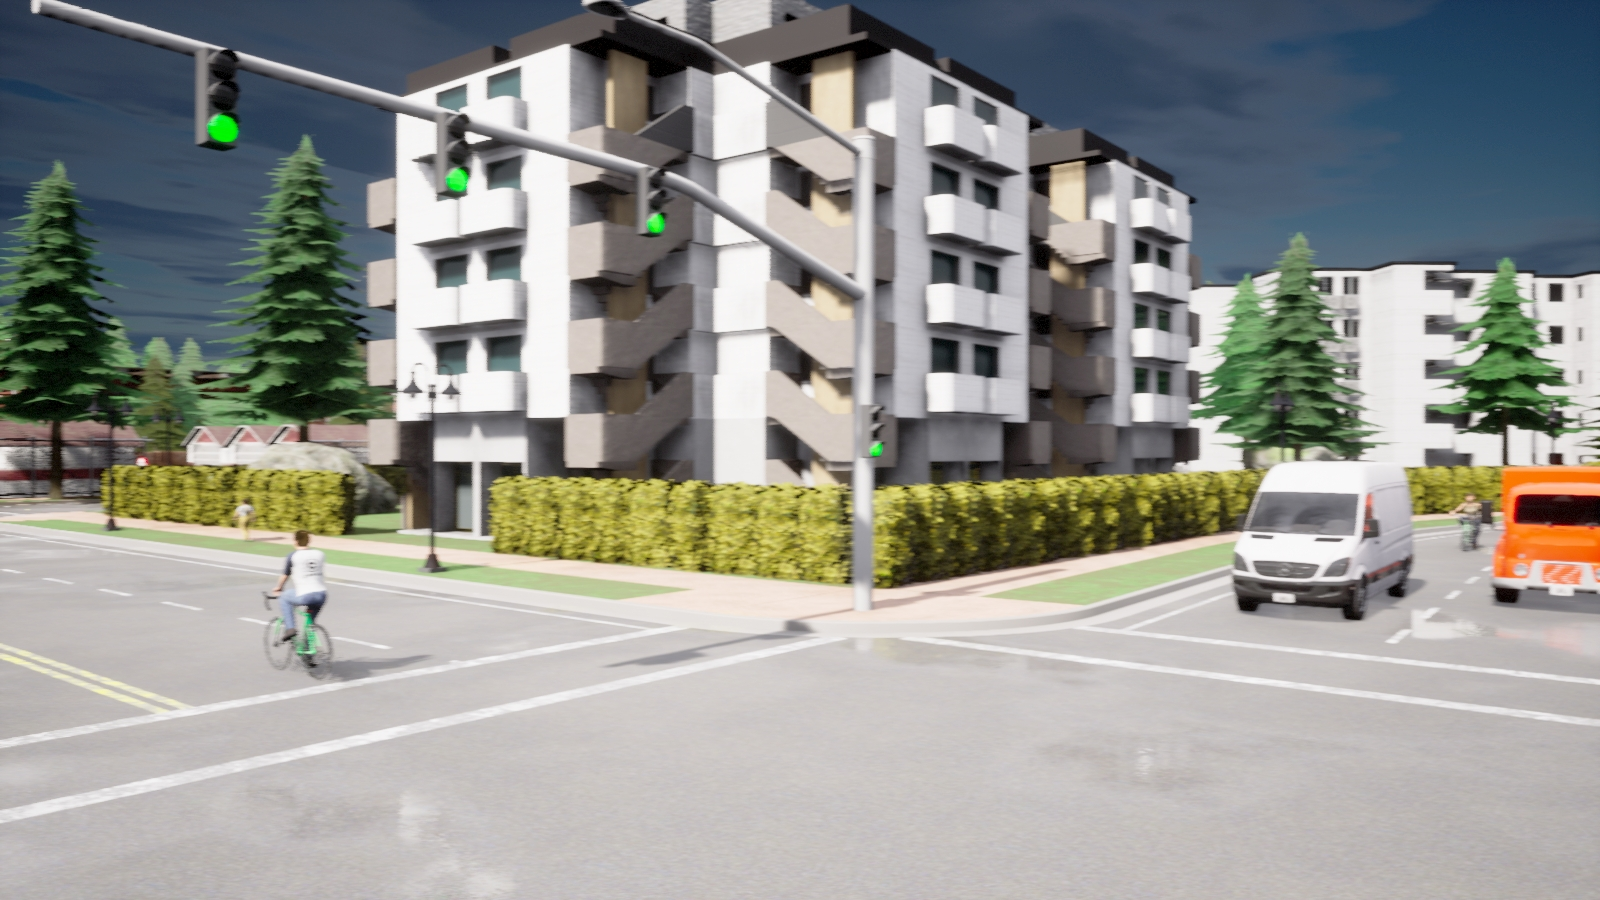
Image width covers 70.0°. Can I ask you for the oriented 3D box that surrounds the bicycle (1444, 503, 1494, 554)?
[{"bbox_3d":[18.190,2.121,31.060,0.859,1.276,1.487,0,0,44],"label":"bicycle"}]

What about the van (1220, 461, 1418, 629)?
[{"bbox_3d":[9.591,1.509,20.780,1.988,2.561,5.915,0,0,37],"label":"van"}]

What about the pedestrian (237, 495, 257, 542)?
[{"bbox_3d":[-15.638,1.925,32.309,0.375,1.300,0.375,0,0,41],"label":"pedestrian"}]

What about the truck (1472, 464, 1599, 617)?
[{"bbox_3d":[14.459,1.544,21.416,2.627,2.467,5.204,0,0,37],"label":"truck"}]
